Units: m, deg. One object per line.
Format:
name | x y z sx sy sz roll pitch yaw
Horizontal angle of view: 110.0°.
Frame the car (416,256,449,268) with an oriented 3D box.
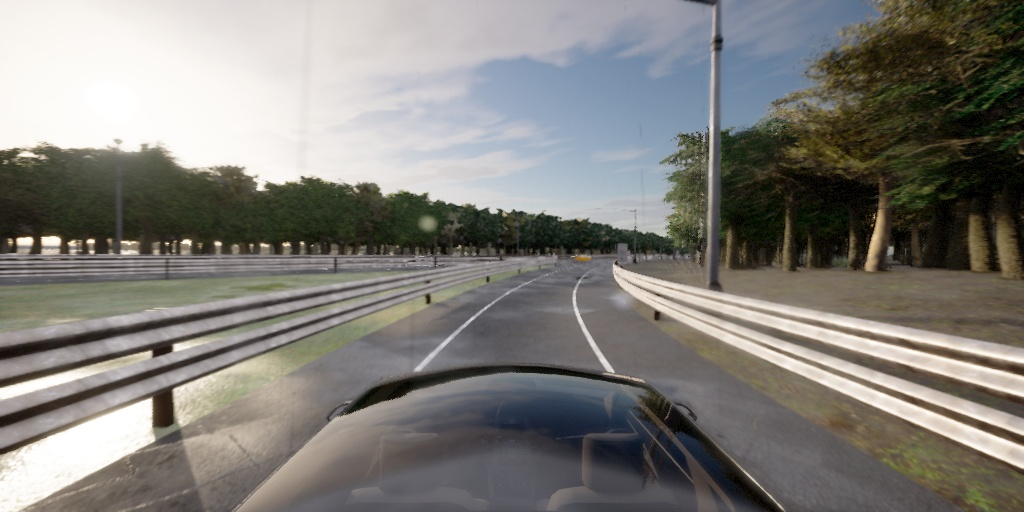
car | -10.026 0.682 45.868 1.812 1.442 4.674 1 1 41
